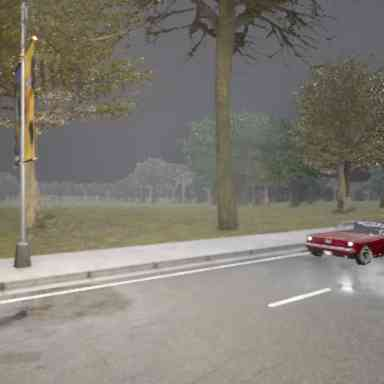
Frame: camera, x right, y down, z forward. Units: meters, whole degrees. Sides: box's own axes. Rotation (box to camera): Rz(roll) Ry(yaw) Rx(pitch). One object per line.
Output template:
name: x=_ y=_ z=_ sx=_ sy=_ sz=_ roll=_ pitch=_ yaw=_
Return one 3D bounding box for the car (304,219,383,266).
car: x=6.218 y=1.690 z=12.088 sx=4.718 sy=1.301 sz=1.895 roll=1 pitch=0 yaw=-35
